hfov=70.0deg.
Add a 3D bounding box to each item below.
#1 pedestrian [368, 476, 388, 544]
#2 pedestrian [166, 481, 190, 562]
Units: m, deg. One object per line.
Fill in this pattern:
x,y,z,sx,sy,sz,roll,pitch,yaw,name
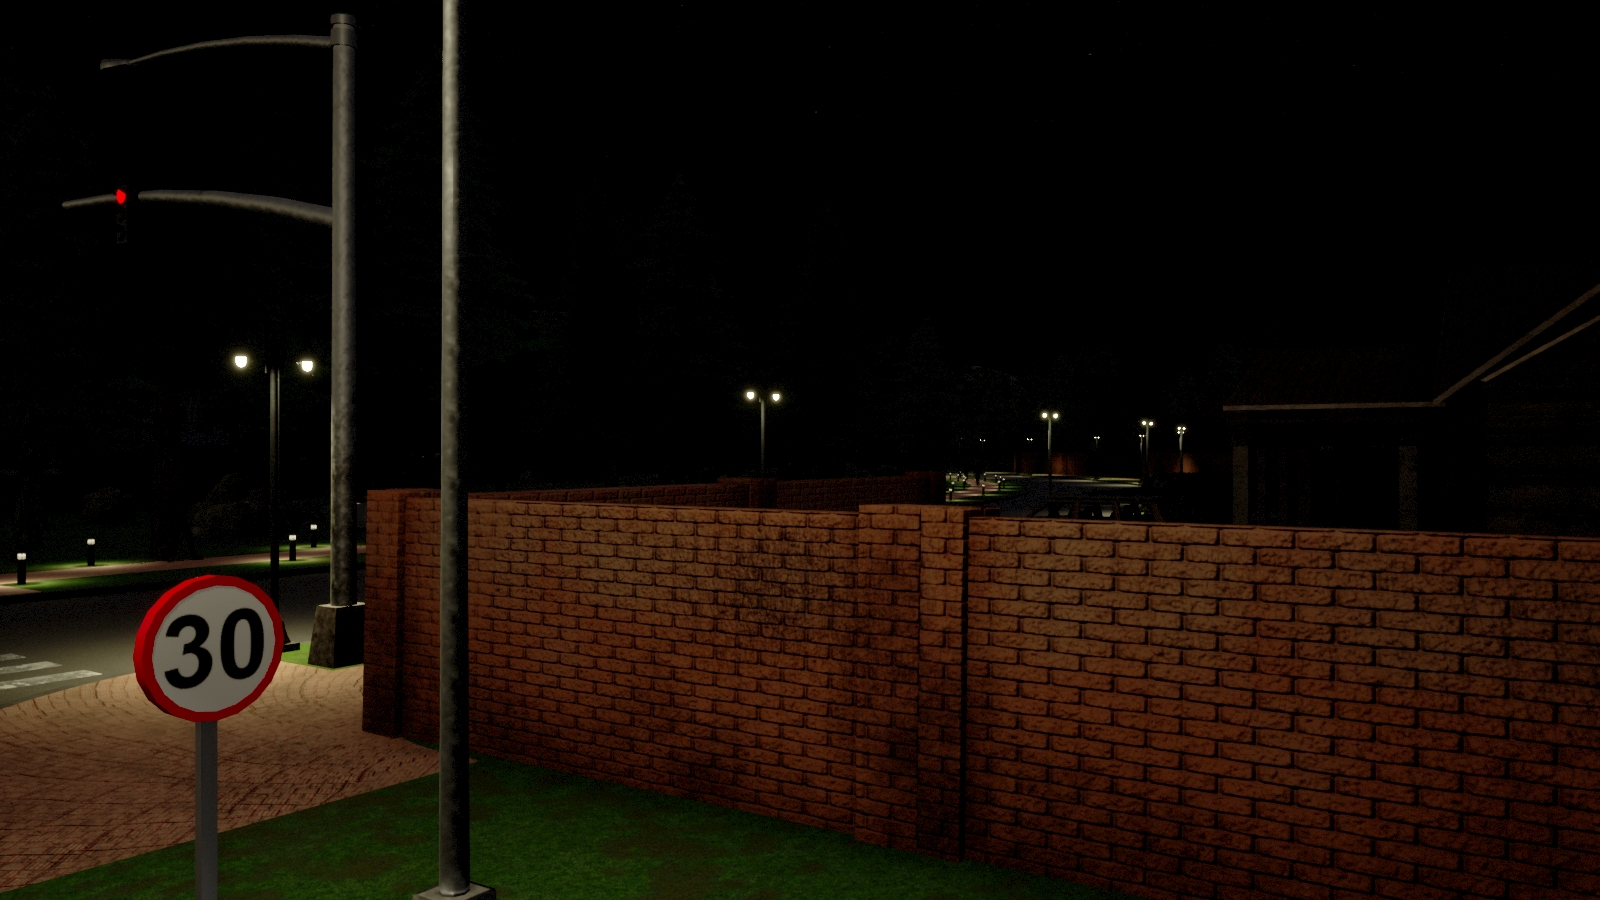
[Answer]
-11.724,1.663,31.722,0.375,1.860,0.375,0,0,30,pedestrian
-14.505,1.665,26.642,0.375,1.860,0.375,0,0,34,pedestrian
